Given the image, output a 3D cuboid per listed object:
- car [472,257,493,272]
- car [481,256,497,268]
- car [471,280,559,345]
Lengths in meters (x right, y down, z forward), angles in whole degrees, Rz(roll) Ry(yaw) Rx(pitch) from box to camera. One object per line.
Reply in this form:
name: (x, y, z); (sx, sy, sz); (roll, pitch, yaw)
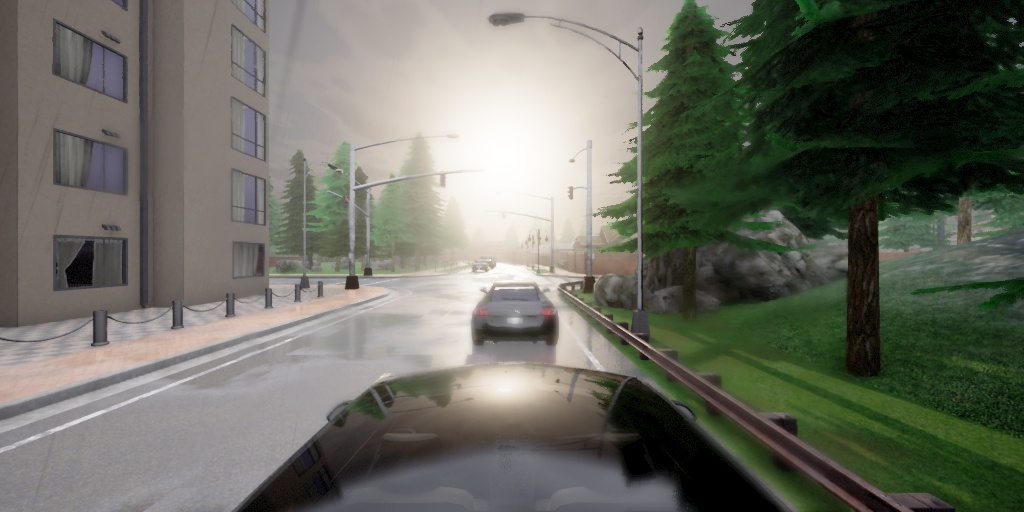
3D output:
car: (-3.934, 1.212, 45.556); (2.128, 1.511, 4.902); (0, 0, 0)
car: (-3.976, 0.942, 56.163); (2.150, 2.045, 5.566); (0, 0, 0)
car: (0.083, 1.314, 9.468); (1.994, 1.385, 4.181); (0, 0, 1)
